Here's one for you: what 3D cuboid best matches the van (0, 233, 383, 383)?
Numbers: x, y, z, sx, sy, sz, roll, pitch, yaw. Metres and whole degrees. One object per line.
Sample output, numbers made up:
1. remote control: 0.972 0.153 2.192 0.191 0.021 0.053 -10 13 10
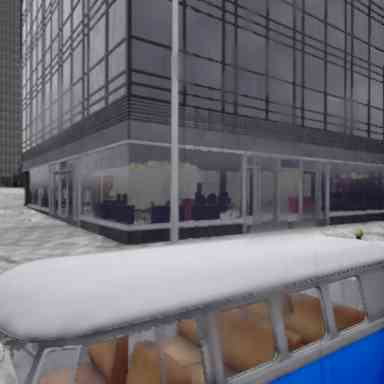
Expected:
1. van: 0.264 1.329 2.713 3.998 1.788 1.690 0 0 -35
